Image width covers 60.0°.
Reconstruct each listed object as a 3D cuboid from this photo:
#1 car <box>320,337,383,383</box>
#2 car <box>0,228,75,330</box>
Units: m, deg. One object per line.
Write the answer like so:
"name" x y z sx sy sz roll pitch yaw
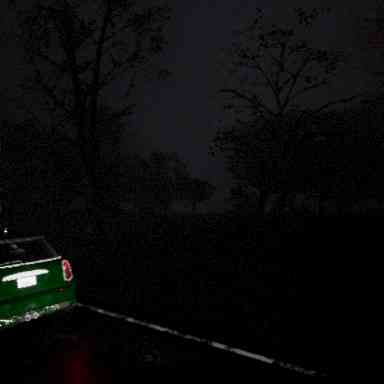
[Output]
"car" 3.000 1.661 1.589 4.718 1.301 1.895 -1 -2 35
"car" -4.458 1.557 6.744 4.553 1.767 2.097 -2 -2 35
